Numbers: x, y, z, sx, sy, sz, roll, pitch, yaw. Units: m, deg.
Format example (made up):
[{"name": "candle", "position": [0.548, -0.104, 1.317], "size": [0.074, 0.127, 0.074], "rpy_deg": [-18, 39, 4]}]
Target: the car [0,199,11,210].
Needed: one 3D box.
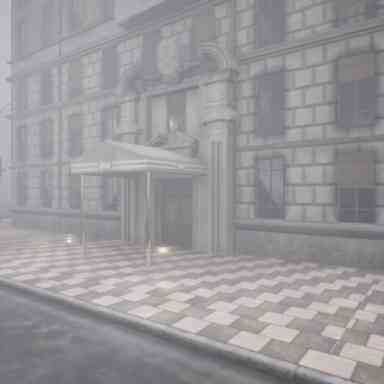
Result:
[{"name": "car", "position": [-24.157, 1.516, 40.180], "size": [1.812, 1.442, 4.674], "rpy_deg": [0, 0, 36]}]
